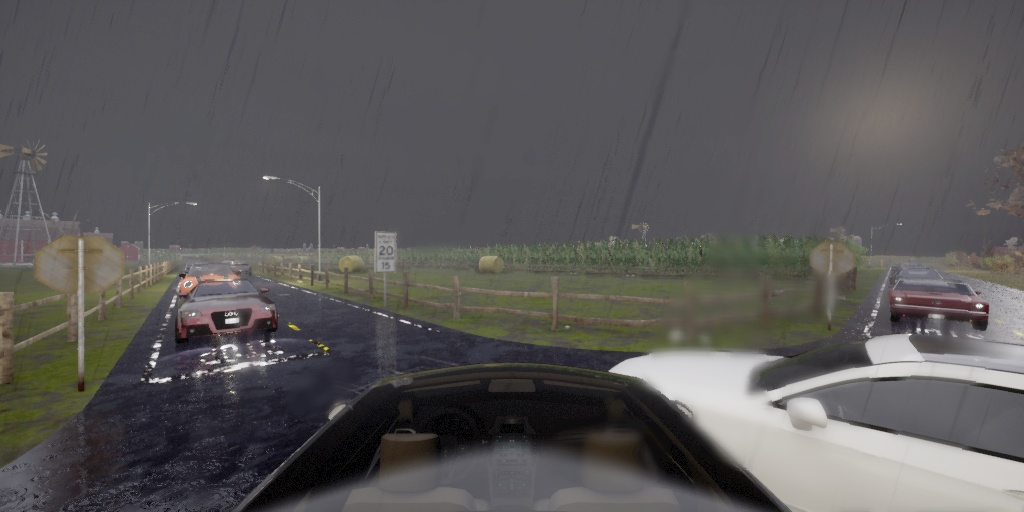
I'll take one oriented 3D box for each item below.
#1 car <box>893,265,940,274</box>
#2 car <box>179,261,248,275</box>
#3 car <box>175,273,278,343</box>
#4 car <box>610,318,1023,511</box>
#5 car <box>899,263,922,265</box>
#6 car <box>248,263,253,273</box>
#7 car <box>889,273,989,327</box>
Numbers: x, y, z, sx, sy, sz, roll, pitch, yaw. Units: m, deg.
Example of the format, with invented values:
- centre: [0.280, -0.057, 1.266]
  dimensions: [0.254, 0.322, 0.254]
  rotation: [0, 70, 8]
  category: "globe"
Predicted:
- centre: [20.536, 1.366, 18.102]
  dimensions: [5.357, 1.411, 2.033]
  rotation: [0, 1, -43]
  category: "car"
- centre: [-13.771, 1.142, 16.433]
  dimensions: [2.097, 1.767, 4.553]
  rotation: [0, 0, -42]
  category: "car"
- centre: [-7.973, 1.356, 9.969]
  dimensions: [1.994, 1.385, 4.181]
  rotation: [0, 0, -43]
  category: "car"
- centre: [2.831, 1.294, 2.418]
  dimensions: [1.812, 1.442, 4.674]
  rotation: [0, 1, -44]
  category: "car"
- centre: [27.269, 1.405, 24.379]
  dimensions: [4.181, 1.385, 1.994]
  rotation: [0, 1, -43]
  category: "car"
- centre: [-27.100, 1.287, 35.618]
  dimensions: [2.128, 1.511, 4.902]
  rotation: [0, 0, -42]
  category: "car"
- centre: [13.480, 1.400, 11.515]
  dimensions: [4.718, 1.301, 1.895]
  rotation: [0, 1, -43]
  category: "car"
